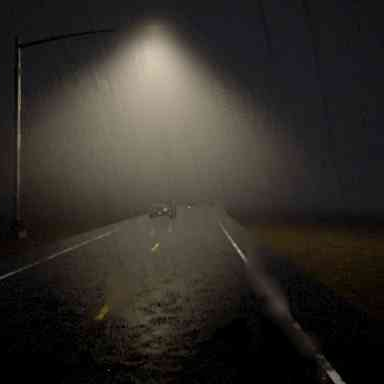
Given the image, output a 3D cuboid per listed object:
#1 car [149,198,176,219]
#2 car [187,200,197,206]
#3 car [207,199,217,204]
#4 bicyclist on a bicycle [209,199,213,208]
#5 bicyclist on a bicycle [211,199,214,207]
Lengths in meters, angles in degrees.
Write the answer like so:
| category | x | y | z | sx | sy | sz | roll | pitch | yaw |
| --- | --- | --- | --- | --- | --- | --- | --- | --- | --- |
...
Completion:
| category | x | y | z | sx | sy | sz | roll | pitch | yaw |
| --- | --- | --- | --- | --- | --- | --- | --- | --- | --- |
| car | -2.807 | 1.576 | 33.060 | 2.150 | 2.045 | 5.566 | 0 | -1 | 3 |
| car | 0.095 | 2.474 | 73.578 | 1.994 | 1.385 | 4.181 | 0 | -1 | 5 |
| car | 4.931 | 2.594 | 86.725 | 1.895 | 1.301 | 4.718 | 0 | -1 | 7 |
| bicyclist on a bicycle | 3.451 | 2.202 | 60.698 | 0.582 | 1.620 | 1.656 | 0 | -1 | 5 |
| bicyclist on a bicycle | 4.211 | 2.344 | 69.639 | 0.582 | 1.620 | 1.656 | 0 | -1 | 5 |
